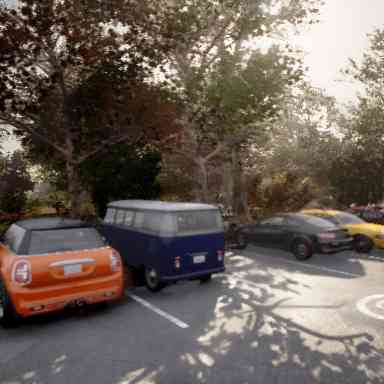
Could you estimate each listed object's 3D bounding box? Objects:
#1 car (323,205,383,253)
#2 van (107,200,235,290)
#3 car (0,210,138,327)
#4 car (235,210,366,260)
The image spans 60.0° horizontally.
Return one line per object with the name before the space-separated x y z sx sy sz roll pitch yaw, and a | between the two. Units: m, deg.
car | 5.877 1.434 13.793 1.946 1.575 5.366 0 0 -36
van | -1.095 1.236 9.174 1.878 1.987 4.442 0 0 -36
car | -3.271 1.348 7.438 2.185 1.767 4.553 0 0 -36
car | 3.506 1.485 12.320 2.002 1.452 4.674 0 0 -36
